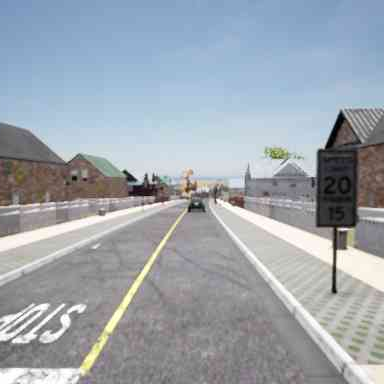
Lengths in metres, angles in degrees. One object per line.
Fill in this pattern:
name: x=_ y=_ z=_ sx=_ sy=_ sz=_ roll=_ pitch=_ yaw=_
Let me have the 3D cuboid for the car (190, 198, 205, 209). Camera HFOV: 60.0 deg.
car: x=0.874 y=1.707 z=50.494 sx=2.033 sy=1.411 sz=5.357 roll=0 pitch=0 yaw=2

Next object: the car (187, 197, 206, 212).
car: x=0.572 y=1.460 z=40.458 sx=2.097 sy=1.767 sz=4.553 roll=0 pitch=0 yaw=2
